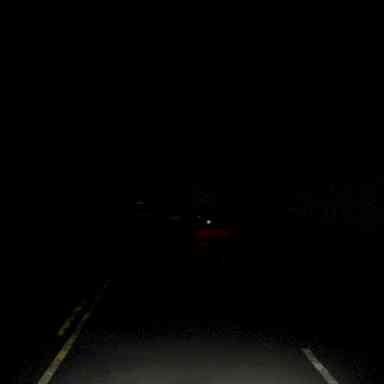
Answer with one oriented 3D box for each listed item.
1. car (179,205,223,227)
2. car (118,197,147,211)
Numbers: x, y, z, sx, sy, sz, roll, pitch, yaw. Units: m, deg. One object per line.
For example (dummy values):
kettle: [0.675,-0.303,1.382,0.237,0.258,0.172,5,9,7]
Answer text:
car: [0.463,1.528,22.457,1.895,1.301,4.718,0,0,-15]
car: [-7.028,1.384,38.888,2.128,1.511,4.902,0,0,-35]
